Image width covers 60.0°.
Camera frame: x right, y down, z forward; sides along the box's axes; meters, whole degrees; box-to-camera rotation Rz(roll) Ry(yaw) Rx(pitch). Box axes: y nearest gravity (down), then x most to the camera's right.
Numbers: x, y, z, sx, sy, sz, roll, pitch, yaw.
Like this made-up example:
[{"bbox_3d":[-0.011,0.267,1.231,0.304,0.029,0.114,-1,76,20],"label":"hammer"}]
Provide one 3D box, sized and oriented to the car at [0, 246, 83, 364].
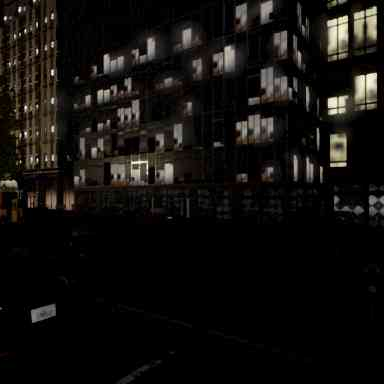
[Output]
[{"bbox_3d":[-3.566,1.566,5.414,4.313,1.339,1.947,0,0,35],"label":"car"}]
